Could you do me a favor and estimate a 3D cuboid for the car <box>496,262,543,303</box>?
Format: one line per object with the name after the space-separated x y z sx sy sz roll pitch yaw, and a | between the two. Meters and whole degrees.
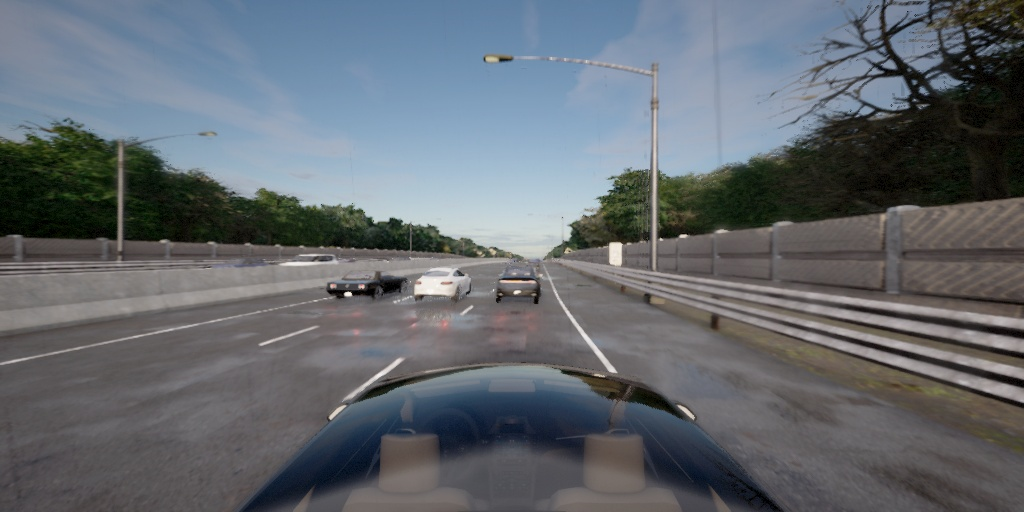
0.380 1.231 16.474 2.128 1.511 4.902 0 0 4 | car

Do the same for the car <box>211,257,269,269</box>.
-23.181 0.931 30.691 2.097 1.767 4.553 0 0 5 | car

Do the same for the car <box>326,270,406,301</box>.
-6.598 1.296 17.029 1.895 1.301 4.718 0 0 4 | car

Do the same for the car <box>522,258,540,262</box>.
2.770 1.212 47.605 2.128 1.511 4.902 0 0 4 | car

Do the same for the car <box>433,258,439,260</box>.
-13.524 1.147 63.973 2.033 1.411 5.357 0 0 4 | car

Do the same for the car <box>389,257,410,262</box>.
-14.847 0.963 47.356 2.097 1.767 4.553 0 0 5 | car

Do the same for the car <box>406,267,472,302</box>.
-3.111 1.243 16.735 1.812 1.442 4.674 0 0 4 | car

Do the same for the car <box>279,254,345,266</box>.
-16.301 0.845 28.960 2.150 2.045 5.566 0 0 5 | car

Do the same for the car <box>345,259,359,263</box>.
-21.875 1.093 47.239 1.812 1.442 4.674 0 0 5 | car
